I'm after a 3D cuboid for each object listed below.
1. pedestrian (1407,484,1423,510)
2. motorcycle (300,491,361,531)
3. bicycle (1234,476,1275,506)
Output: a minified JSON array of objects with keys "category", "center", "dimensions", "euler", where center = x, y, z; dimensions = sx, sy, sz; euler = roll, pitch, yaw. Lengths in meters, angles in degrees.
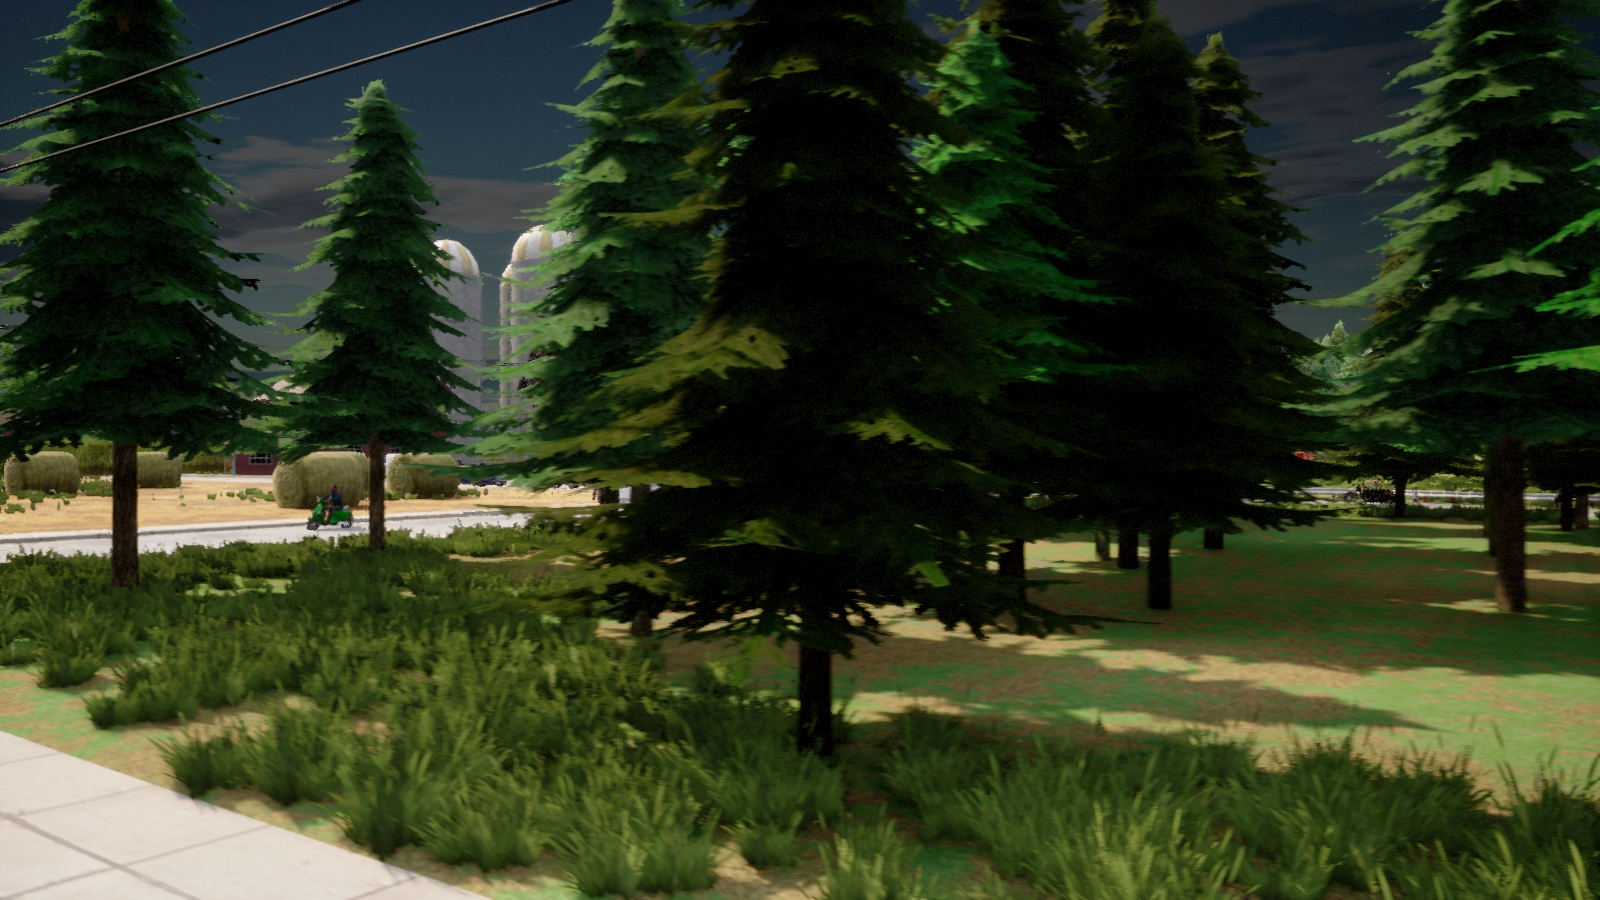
[{"category":"pedestrian","center":[26.842,2.050,49.903],"dimensions":[0.500,1.100,0.500],"euler":[0,0,43]},{"category":"motorcycle","center":[-16.554,2.144,40.318],"dimensions":[0.856,1.316,1.805],"euler":[0,0,34]},{"category":"bicycle","center":[22.535,2.034,56.696],"dimensions":[1.835,1.471,0.329],"euler":[0,0,34]}]
